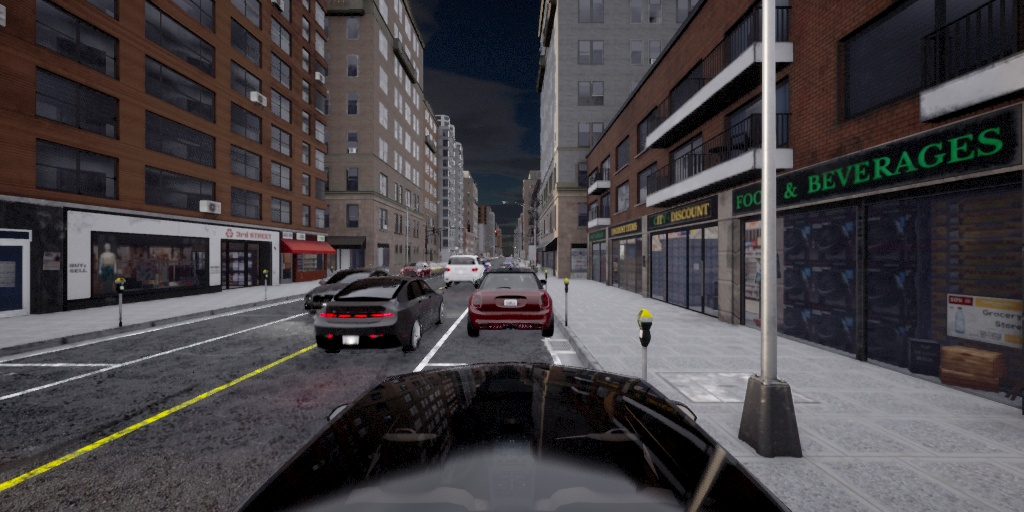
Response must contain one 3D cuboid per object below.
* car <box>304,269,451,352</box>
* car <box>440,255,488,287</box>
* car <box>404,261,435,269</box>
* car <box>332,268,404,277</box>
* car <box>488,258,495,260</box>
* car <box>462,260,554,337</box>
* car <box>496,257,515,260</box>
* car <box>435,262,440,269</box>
[{"bbox_3d":[-2.923,1.256,8.897,1.837,1.490,4.892,0,0,0],"label":"car"},{"bbox_3d":[-3.018,0.972,23.767,2.150,2.045,5.566,0,0,0],"label":"car"},{"bbox_3d":[-8.408,1.190,31.425,1.967,1.591,4.097,0,0,0],"label":"car"},{"bbox_3d":[-5.868,1.255,13.648,1.837,1.490,4.892,0,0,0],"label":"car"},{"bbox_3d":[-2.922,1.275,38.082,1.812,1.442,4.674,0,0,0],"label":"car"},{"bbox_3d":[-0.033,1.102,10.470,2.097,1.767,4.553,0,0,0],"label":"car"},{"bbox_3d":[-0.383,1.190,36.951,1.967,1.591,4.097,0,0,0],"label":"car"},{"bbox_3d":[-8.408,1.275,36.773,1.751,1.417,4.829,0,0,0],"label":"car"}]
